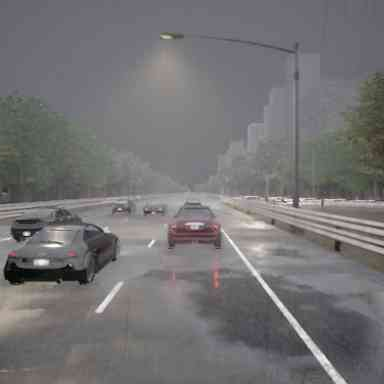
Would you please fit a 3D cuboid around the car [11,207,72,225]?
[{"bbox_3d":[-6.898,1.487,16.278,1.837,1.490,4.892,0,0,0],"label":"car"}]

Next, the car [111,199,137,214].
[{"bbox_3d":[-6.897,1.476,34.123,1.812,1.442,4.674,0,0,0],"label":"car"}]

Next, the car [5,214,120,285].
[{"bbox_3d":[-3.400,1.557,9.514,1.994,1.385,4.181,0,0,0],"label":"car"}]

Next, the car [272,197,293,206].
[{"bbox_3d":[15.912,1.543,57.632,2.128,1.511,4.902,0,1,-32],"label":"car"}]

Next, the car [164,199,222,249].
[{"bbox_3d":[0.103,1.337,14.662,2.097,1.767,4.553,0,0,0],"label":"car"}]

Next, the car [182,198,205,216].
[{"bbox_3d":[0.104,1.444,32.990,2.128,1.511,4.902,0,0,0],"label":"car"}]

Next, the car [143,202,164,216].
[{"bbox_3d":[-3.395,1.556,31.615,1.895,1.301,4.718,0,0,0],"label":"car"}]
